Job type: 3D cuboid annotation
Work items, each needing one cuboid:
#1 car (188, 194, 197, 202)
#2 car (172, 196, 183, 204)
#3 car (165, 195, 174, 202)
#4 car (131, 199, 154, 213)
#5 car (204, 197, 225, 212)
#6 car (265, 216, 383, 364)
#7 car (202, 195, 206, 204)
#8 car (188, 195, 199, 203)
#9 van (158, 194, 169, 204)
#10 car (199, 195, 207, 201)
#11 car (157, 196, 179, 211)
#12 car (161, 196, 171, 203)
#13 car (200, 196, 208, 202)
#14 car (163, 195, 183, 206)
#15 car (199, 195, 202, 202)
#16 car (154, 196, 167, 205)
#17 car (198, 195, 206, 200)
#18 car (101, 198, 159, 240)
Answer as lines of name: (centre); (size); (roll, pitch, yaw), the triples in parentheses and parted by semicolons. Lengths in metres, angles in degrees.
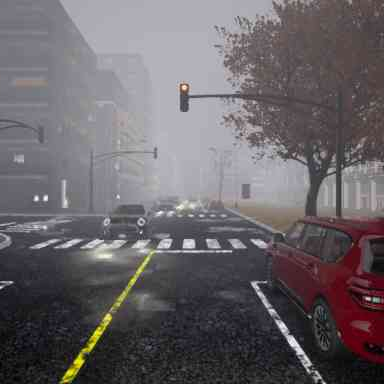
car: (0.100, 1.417, 79.328); (2.097, 1.767, 4.553); (0, 0, 0)
car: (-2.923, 1.524, 68.379); (1.882, 1.535, 5.008); (0, 0, 0)
car: (-5.587, 1.507, 82.504); (1.967, 1.590, 4.097); (0, 0, 0)
car: (-5.642, 1.563, 38.242); (2.008, 1.369, 4.403); (0, 0, 0)
car: (2.738, 1.557, 38.231); (1.887, 1.381, 4.507); (0, 0, 0)
car: (2.699, 1.315, 5.843); (2.192, 1.841, 5.009); (0, 0, 0)
car: (2.752, 1.548, 49.467); (1.752, 1.417, 4.829); (0, 0, 0)
car: (0.184, 1.648, 69.261); (1.895, 1.301, 4.718); (0, 0, 0)
van: (-5.608, 1.384, 65.906); (1.690, 1.788, 3.998); (0, 0, 0)
car: (2.800, 1.621, 88.026); (1.887, 1.381, 4.507); (0, 0, 0)
car: (-3.050, 1.562, 40.830); (2.033, 1.411, 5.357); (0, 0, 0)
car: (-5.601, 1.632, 71.437); (1.802, 1.307, 4.206); (0, 0, 0)
car: (2.786, 1.584, 77.130); (1.752, 1.417, 4.829); (0, 0, 0)
car: (-3.024, 1.379, 53.827); (2.097, 1.767, 4.553); (0, 0, 0)
car: (2.773, 1.625, 65.894); (1.802, 1.307, 4.206); (0, 0, 0)
car: (-5.614, 1.476, 60.373); (1.967, 1.590, 4.097); (0, 0, 0)
car: (2.807, 1.638, 93.558); (2.008, 1.369, 4.403); (0, 0, 0)
car: (-3.079, 1.353, 16.955); (2.097, 1.767, 4.553); (0, 0, 0)
